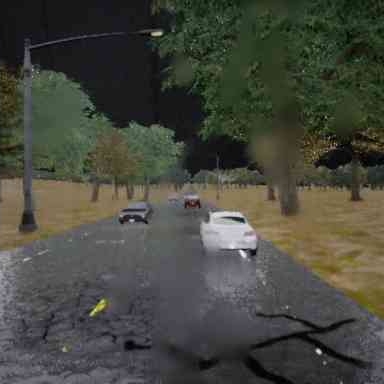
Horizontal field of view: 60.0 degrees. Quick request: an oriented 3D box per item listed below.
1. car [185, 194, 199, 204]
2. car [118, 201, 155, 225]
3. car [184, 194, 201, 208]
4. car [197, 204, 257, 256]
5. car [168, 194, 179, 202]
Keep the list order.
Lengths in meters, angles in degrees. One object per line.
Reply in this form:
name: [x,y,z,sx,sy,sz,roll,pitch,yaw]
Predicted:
car: [0.014,1.052,50.876,2.128,1.511,4.902,0,0,0]
car: [-3.594,1.323,22.538,2.033,1.411,5.357,0,1,0]
car: [0.089,1.085,40.030,1.882,1.535,5.008,0,0,1]
car: [1.229,1.399,12.434,1.812,1.442,4.674,0,1,0]
car: [-3.504,1.084,63.648,1.837,1.490,4.892,0,0,1]
